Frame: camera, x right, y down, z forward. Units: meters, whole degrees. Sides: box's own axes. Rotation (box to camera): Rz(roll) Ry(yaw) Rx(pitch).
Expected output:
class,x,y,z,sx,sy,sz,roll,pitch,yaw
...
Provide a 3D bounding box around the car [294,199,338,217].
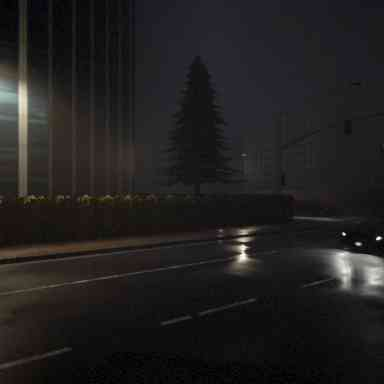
class,x,y,z,sx,sy,sz,roll,pitch,yaw
car,11.554,1.478,31.969,1.882,1.535,5.008,0,0,-35

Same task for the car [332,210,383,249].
class,x,y,z,sx,sy,sz,roll,pitch,yaw
car,8.483,1.547,13.687,5.357,1.411,2.033,0,0,-30
